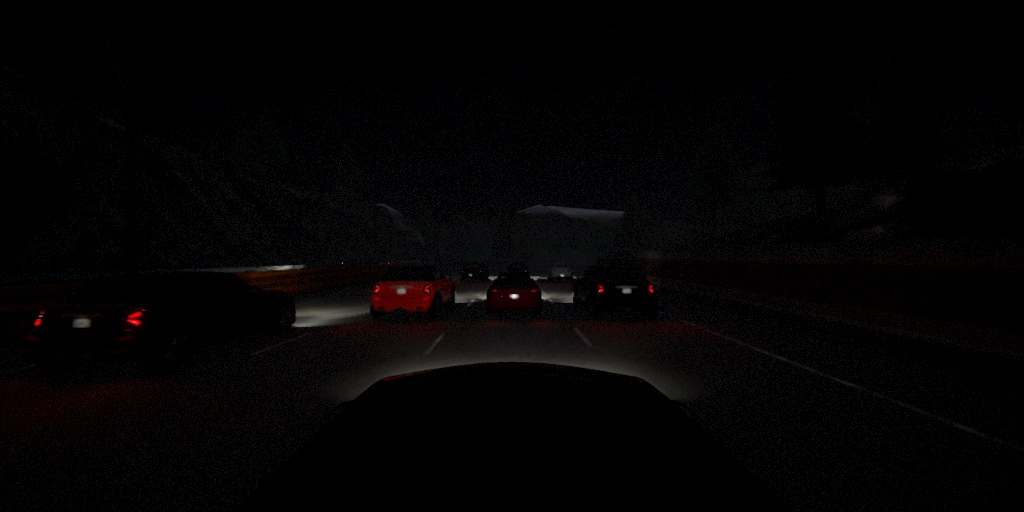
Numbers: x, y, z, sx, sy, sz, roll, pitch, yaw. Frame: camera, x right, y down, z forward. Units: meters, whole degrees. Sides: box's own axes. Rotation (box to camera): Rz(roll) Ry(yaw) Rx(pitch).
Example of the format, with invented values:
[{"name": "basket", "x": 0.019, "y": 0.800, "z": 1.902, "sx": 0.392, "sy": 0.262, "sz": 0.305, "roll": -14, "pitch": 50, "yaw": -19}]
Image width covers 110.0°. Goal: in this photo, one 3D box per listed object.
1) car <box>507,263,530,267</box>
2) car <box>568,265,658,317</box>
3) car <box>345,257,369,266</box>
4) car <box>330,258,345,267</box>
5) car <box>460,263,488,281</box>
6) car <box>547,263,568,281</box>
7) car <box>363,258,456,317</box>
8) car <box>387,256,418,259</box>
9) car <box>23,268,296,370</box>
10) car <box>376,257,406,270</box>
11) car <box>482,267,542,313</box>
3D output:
[{"name": "car", "x": 0.509, "y": 1.269, "z": 29.741, "sx": 1.812, "sy": 1.442, "sz": 4.674, "roll": 0, "pitch": 0, "yaw": 4}, {"name": "car", "x": 3.580, "y": 1.100, "z": 13.268, "sx": 2.097, "sy": 1.767, "sz": 4.553, "roll": 0, "pitch": 0, "yaw": 0}, {"name": "car", "x": -21.322, "y": 1.250, "z": 51.696, "sx": 1.837, "sy": 1.490, "sz": 4.892, "roll": 0, "pitch": 0, "yaw": 12}, {"name": "car", "x": -24.628, "y": 1.098, "z": 52.966, "sx": 2.097, "sy": 1.767, "sz": 4.553, "roll": 0, "pitch": 0, "yaw": 12}, {"name": "car", "x": -3.005, "y": 1.270, "z": 29.661, "sx": 1.812, "sy": 1.442, "sz": 4.674, "roll": 0, "pitch": 0, "yaw": 4}, {"name": "car", "x": 4.010, "y": 1.268, "z": 29.709, "sx": 1.812, "sy": 1.442, "sz": 4.674, "roll": 0, "pitch": 0, "yaw": 4}, {"name": "car", "x": -3.420, "y": 1.102, "z": 13.259, "sx": 2.097, "sy": 1.767, "sz": 4.553, "roll": 0, "pitch": 0, "yaw": 0}, {"name": "car", "x": -14.714, "y": 0.965, "z": 49.294, "sx": 2.150, "sy": 2.045, "sz": 5.566, "roll": 0, "pitch": 0, "yaw": 11}, {"name": "car", "x": -6.944, "y": 1.102, "z": 7.926, "sx": 2.097, "sy": 1.767, "sz": 4.553, "roll": 0, "pitch": 0, "yaw": 0}, {"name": "car", "x": -17.620, "y": 1.096, "z": 52.315, "sx": 2.097, "sy": 1.767, "sz": 4.553, "roll": 0, "pitch": 0, "yaw": 12}, {"name": "car", "x": 0.083, "y": 1.311, "z": 13.979, "sx": 1.994, "sy": 1.385, "sz": 4.181, "roll": 0, "pitch": 0, "yaw": 0}]
